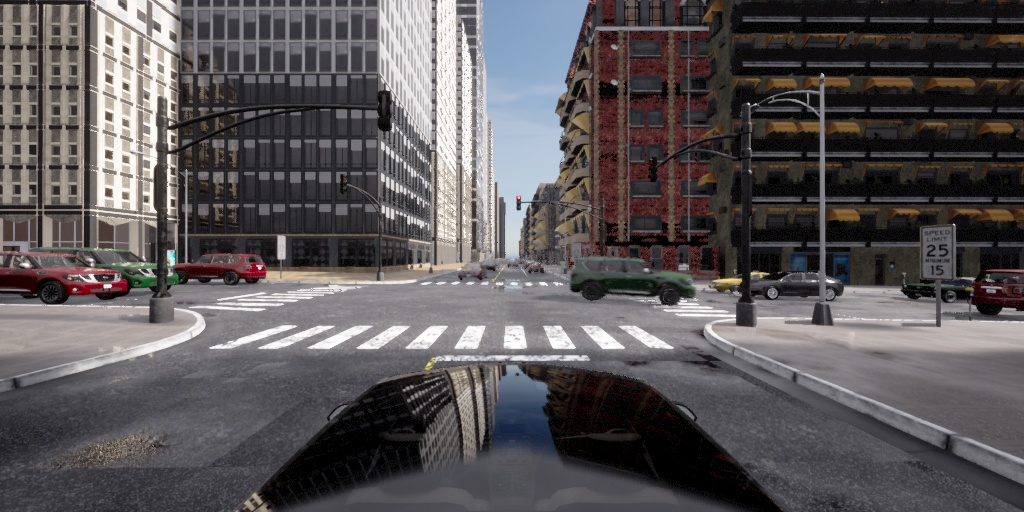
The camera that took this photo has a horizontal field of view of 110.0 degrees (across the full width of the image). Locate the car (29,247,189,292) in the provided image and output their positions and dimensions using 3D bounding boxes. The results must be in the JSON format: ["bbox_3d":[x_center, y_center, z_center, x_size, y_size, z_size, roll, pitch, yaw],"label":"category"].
[{"bbox_3d":[-18.240,0.658,15.895,5.566,2.045,2.150,1,0,0],"label":"car"}]

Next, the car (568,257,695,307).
[{"bbox_3d":[5.447,1.100,16.772,5.566,2.045,2.150,1,1,23],"label":"car"}]

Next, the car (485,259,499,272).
[{"bbox_3d":[-3.064,1.239,46.463,1.882,1.535,5.008,0,0,0],"label":"car"}]

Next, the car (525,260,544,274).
[{"bbox_3d":[2.769,1.341,41.651,1.802,1.307,4.207,0,0,0],"label":"car"}]

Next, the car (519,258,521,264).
[{"bbox_3d":[2.732,1.321,60.217,2.007,1.370,4.403,0,0,0],"label":"car"}]

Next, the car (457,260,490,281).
[{"bbox_3d":[-3.242,1.280,30.342,1.812,1.442,4.674,0,0,4],"label":"car"}]

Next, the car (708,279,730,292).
[{"bbox_3d":[14.645,1.587,21.946,4.829,1.417,1.751,0,0,0],"label":"car"}]

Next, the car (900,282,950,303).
[{"bbox_3d":[24.217,1.827,19.432,4.718,1.301,1.895,1,0,-1],"label":"car"}]

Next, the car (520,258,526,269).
[{"bbox_3d":[2.728,1.317,54.569,2.007,1.370,4.403,0,0,0],"label":"car"}]

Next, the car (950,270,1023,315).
[{"bbox_3d":[20.607,1.461,13.646,5.009,1.841,2.192,0,0,0],"label":"car"}]

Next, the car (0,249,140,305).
[{"bbox_3d":[-17.567,0.757,13.307,5.009,1.841,2.192,0,0,0],"label":"car"}]

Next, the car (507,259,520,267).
[{"bbox_3d":[0.139,1.338,65.052,1.994,1.385,4.181,0,0,1],"label":"car"}]

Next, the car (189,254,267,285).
[{"bbox_3d":[-17.696,0.776,21.686,5.009,1.841,2.192,0,0,0],"label":"car"}]

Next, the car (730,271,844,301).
[{"bbox_3d":[14.926,1.562,19.328,4.892,1.490,1.837,1,0,2],"label":"car"}]
